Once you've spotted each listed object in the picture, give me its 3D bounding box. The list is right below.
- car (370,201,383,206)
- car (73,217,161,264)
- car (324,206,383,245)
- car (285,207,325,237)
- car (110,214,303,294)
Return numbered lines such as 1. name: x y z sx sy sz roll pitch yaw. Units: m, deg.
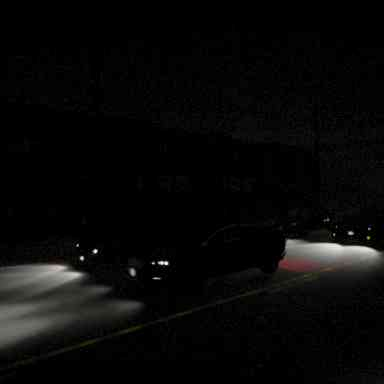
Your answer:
1. car: 14.625 1.475 25.353 4.892 1.490 1.837 0 -1 -40
2. car: -1.377 1.655 12.059 5.357 1.411 2.033 0 -1 -40
3. car: 8.270 1.558 15.555 4.181 1.385 1.994 0 -1 -41
4. car: 6.335 1.568 18.469 4.674 1.442 1.812 -1 0 -40
5. car: 0.581 1.551 9.117 4.902 1.511 2.128 -1 0 -38
